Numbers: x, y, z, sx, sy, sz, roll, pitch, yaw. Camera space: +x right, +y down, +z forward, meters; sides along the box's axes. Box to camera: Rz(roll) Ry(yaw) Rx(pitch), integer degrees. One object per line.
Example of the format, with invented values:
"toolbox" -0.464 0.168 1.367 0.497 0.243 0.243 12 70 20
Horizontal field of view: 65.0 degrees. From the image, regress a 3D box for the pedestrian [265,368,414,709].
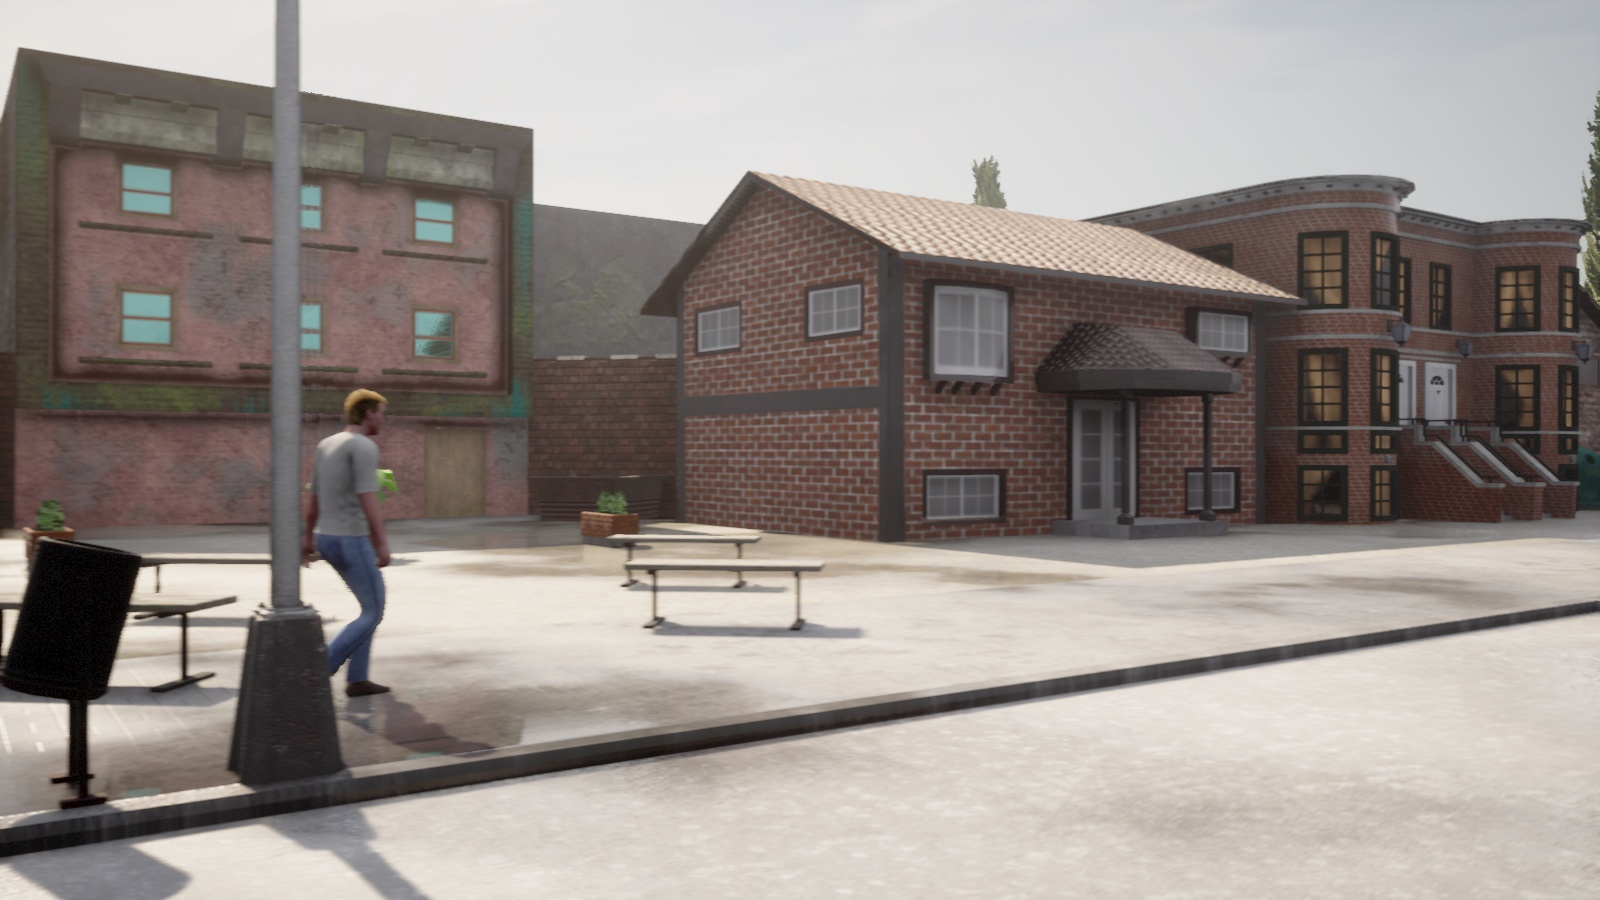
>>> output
"pedestrian" -2.606 0.478 7.125 0.706 1.836 0.354 0 0 -44
